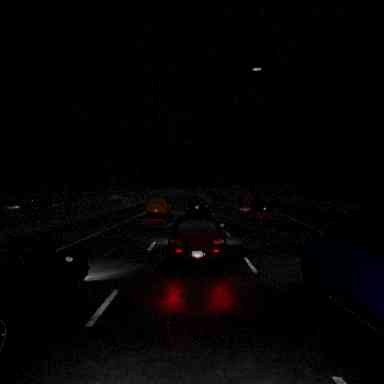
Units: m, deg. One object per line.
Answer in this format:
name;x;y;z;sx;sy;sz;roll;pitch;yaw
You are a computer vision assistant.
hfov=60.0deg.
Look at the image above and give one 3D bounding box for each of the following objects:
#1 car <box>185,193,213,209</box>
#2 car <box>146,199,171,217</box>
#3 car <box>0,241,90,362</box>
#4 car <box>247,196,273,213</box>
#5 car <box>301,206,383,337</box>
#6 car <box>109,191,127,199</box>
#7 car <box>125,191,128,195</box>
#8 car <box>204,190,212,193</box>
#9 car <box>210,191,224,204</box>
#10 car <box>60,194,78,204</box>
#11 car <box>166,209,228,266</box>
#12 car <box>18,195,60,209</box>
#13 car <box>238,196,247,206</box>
car;0.440;1.276;29.017;2.097;1.767;4.553;0;0;1
car;-3.033;1.390;30.638;1.882;1.535;5.008;0;0;1
car;-3.377;1.548;5.569;2.033;1.411;5.357;0;0;0
car;7.321;1.374;35.405;1.837;1.490;4.892;0;1;3
car;3.515;1.215;5.143;2.150;2.045;5.566;0;0;0
car;-13.201;1.105;57.964;1.812;1.442;4.674;0;1;2
car;-16.306;0.469;78.310;1.837;1.490;4.892;0;1;1
car;4.883;0.383;88.978;2.097;1.767;4.553;0;1;1
car;4.297;1.119;55.294;1.837;1.490;4.892;0;1;1
car;-20.273;1.127;54.505;2.128;1.511;4.902;0;1;2
car;0.173;1.524;11.393;1.812;1.442;4.674;0;0;1
car;-17.122;1.408;37.013;2.033;1.411;5.357;0;1;1
car;7.672;1.253;47.231;1.812;1.442;4.674;0;1;1
